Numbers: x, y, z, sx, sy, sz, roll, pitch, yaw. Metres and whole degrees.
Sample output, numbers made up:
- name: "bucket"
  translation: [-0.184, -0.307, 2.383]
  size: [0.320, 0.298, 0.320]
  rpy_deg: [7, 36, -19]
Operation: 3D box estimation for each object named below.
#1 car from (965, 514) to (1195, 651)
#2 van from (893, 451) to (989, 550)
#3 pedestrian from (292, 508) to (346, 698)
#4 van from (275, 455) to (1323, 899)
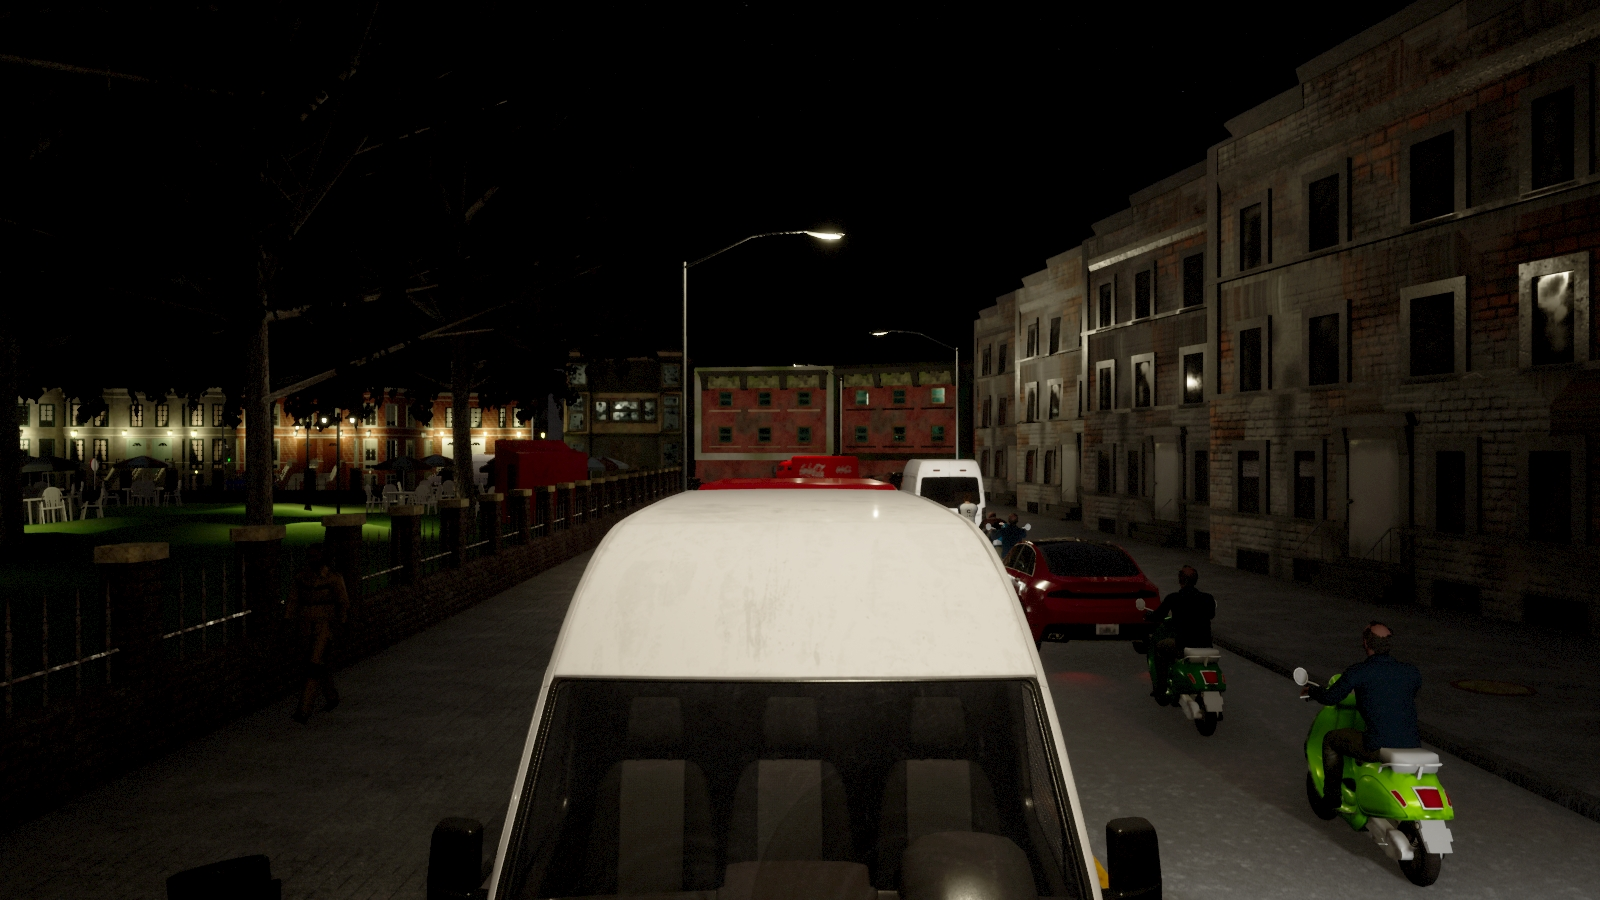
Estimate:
- name: "car"
  translation: [3.953, 1.841, 17.118]
  size: [2.231, 1.480, 4.892]
  rpy_deg: [0, 0, 0]
- name: "van"
  translation: [3.906, 1.314, 32.635]
  size: [1.988, 2.561, 5.915]
  rpy_deg: [0, 0, 0]
- name: "pedestrian"
  translation: [-4.835, 1.525, 11.493]
  size: [0.375, 1.860, 0.375]
  rpy_deg: [0, 0, 0]
- name: "van"
  translation: [-0.006, 1.314, 5.127]
  size: [1.988, 2.561, 5.915]
  rpy_deg: [0, 0, 0]
